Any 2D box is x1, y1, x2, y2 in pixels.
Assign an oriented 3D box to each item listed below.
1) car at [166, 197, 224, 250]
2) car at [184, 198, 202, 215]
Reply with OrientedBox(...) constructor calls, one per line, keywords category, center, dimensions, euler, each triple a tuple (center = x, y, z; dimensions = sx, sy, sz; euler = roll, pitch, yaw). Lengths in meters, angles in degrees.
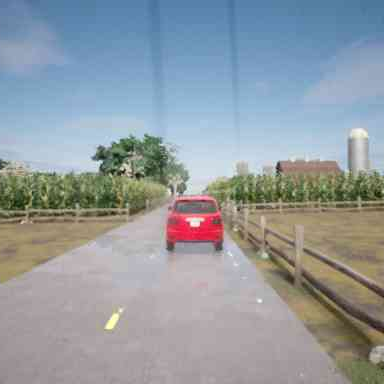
OrientedBox(category="car", center=(0.105, 1.209, 14.350), dimensions=(2.150, 2.045, 5.566), euler=(0, 0, 0))
OrientedBox(category="car", center=(0.108, 1.471, 34.933), dimensions=(1.837, 1.490, 4.892), euler=(0, 0, 0))
